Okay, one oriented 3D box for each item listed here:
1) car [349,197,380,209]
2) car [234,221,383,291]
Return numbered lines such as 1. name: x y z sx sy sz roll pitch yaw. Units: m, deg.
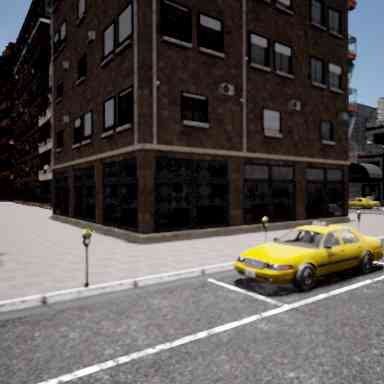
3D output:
1. car: 19.972 1.298 40.105 1.752 1.417 4.829 0 0 -35
2. car: 3.276 1.492 8.896 4.829 1.417 1.752 0 0 -35
